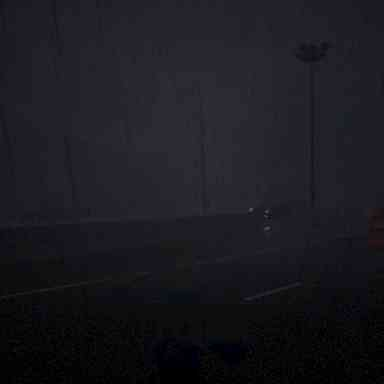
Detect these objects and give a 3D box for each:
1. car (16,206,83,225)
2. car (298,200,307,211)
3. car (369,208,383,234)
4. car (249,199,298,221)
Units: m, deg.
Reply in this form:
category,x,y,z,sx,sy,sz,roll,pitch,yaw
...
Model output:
category,x,y,z,sx,sy,sz,roll,pitch,yaw
car,-11.312,1.817,26.474,4.718,1.301,1.895,0,0,-40
car,11.816,1.552,38.999,1.994,1.385,4.181,-1,0,41
car,11.671,1.545,18.678,5.008,1.535,1.882,0,0,-44
car,6.856,1.504,28.877,4.553,1.767,2.097,0,-1,-45
